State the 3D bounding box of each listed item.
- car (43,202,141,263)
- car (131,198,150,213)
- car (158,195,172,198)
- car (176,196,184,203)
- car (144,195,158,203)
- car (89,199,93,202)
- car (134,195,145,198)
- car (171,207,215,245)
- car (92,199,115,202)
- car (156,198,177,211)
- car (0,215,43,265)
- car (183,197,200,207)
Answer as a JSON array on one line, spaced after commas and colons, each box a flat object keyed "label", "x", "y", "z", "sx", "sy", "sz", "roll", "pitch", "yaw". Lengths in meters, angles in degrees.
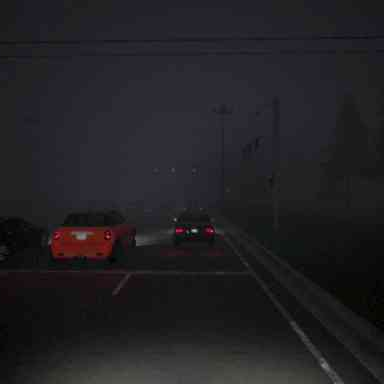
[{"label": "car", "x": -3.404, "y": 1.431, "z": 12.371, "sx": 2.097, "sy": 1.767, "sz": 4.553, "roll": 0, "pitch": 0, "yaw": 0}, {"label": "car", "x": -6.913, "y": 1.815, "z": 41.785, "sx": 2.033, "sy": 1.411, "sz": 5.357, "roll": 0, "pitch": 0, "yaw": 0}, {"label": "car", "x": -7.031, "y": 2.099, "z": 87.623, "sx": 2.033, "sy": 1.411, "sz": 5.357, "roll": 0, "pitch": 0, "yaw": 0}, {"label": "car", "x": -3.531, "y": 2.060, "z": 87.816, "sx": 1.837, "sy": 1.490, "sz": 4.892, "roll": 0, "pitch": 0, "yaw": 0}, {"label": "car", "x": -10.531, "y": 2.100, "z": 87.695, "sx": 2.033, "sy": 1.411, "sz": 5.357, "roll": 0, "pitch": 0, "yaw": 0}, {"label": "car", "x": -13.915, "y": 1.803, "z": 48.668, "sx": 2.128, "sy": 1.511, "sz": 4.902, "roll": 0, "pitch": 0, "yaw": 0}, {"label": "car", "x": -14.031, "y": 1.783, "z": 87.350, "sx": 2.150, "sy": 2.045, "sz": 5.566, "roll": 0, "pitch": 0, "yaw": 0}, {"label": "car", "x": 0.095, "y": 1.651, "z": 16.063, "sx": 2.033, "sy": 1.411, "sz": 5.357, "roll": 0, "pitch": 0, "yaw": 0}, {"label": "car", "x": -10.412, "y": 1.815, "z": 41.797, "sx": 2.033, "sy": 1.411, "sz": 5.357, "roll": 0, "pitch": 0, "yaw": 0}, {"label": "car", "x": -3.415, "y": 1.891, "z": 45.330, "sx": 1.895, "sy": 1.301, "sz": 4.718, "roll": 0, "pitch": 0, "yaw": 0}, {"label": "car", "x": -6.904, "y": 1.584, "z": 11.976, "sx": 1.837, "sy": 1.490, "sz": 4.892, "roll": 0, "pitch": 0, "yaw": 0}, {"label": "car", "x": 0.083, "y": 1.872, "z": 48.176, "sx": 1.994, "sy": 1.385, "sz": 4.181, "roll": 0, "pitch": 0, "yaw": 0}]
